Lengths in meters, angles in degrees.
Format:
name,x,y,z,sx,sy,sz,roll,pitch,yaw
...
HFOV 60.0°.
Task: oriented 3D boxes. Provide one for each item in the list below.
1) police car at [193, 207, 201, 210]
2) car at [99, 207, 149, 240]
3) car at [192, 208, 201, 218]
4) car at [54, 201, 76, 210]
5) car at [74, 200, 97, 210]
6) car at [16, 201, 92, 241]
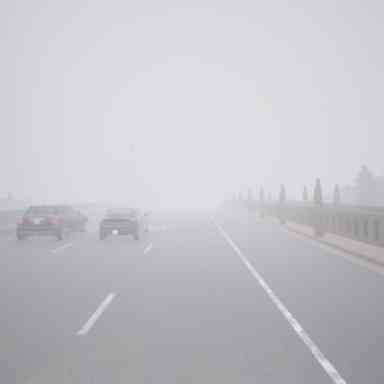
name,x,y,z,sx,sy,sz,roll,pitch,yaw
police car,1.071,4.226,73.625,1.930,1.638,5.238,0,-7,0
car,-3.396,1.516,17.124,1.837,1.490,4.892,0,0,0
car,1.074,5.279,83.491,2.150,2.045,5.566,0,-7,0
car,-21.023,2.319,55.382,1.994,1.385,4.181,0,-4,1
car,-17.533,2.227,55.112,2.128,1.511,4.902,0,-4,1
car,-6.896,1.362,16.935,2.097,1.767,4.553,0,0,0
